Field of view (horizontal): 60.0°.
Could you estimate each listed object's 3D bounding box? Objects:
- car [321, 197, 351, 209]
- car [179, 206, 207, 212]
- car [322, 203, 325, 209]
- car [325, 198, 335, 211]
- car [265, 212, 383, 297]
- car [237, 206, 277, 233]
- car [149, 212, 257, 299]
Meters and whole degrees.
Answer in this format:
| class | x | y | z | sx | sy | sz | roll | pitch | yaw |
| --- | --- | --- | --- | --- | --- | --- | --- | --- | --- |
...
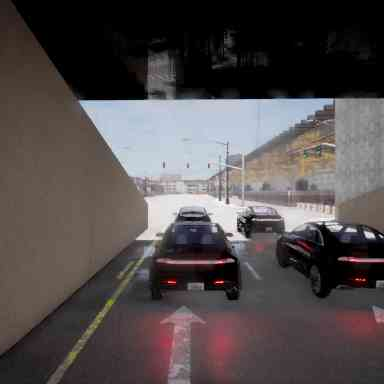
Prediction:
| class | x | y | z | sx | sy | sz | roll | pitch | yaw |
| --- | --- | --- | --- | --- | --- | --- | --- | --- | --- |
| car | 17.442 | 1.295 | 40.153 | 1.853 | 1.218 | 4.536 | 0 | 0 | 45 |
| car | 0.041 | 1.505 | 17.546 | 1.837 | 1.490 | 4.892 | 0 | 0 | 0 |
| car | 17.405 | 1.452 | 40.116 | 2.038 | 1.542 | 4.974 | 0 | 0 | 45 |
| car | 17.316 | 1.452 | 35.509 | 2.038 | 1.542 | 4.974 | 0 | 0 | -35 |
| car | 3.559 | 1.492 | 8.588 | 2.128 | 1.511 | 4.902 | 0 | 0 | 0 |
| car | 3.539 | 1.491 | 17.721 | 2.128 | 1.511 | 4.902 | 0 | 0 | 0 |
| car | 0.063 | 1.492 | 8.425 | 2.128 | 1.511 | 4.902 | 0 | 0 | 0 |
